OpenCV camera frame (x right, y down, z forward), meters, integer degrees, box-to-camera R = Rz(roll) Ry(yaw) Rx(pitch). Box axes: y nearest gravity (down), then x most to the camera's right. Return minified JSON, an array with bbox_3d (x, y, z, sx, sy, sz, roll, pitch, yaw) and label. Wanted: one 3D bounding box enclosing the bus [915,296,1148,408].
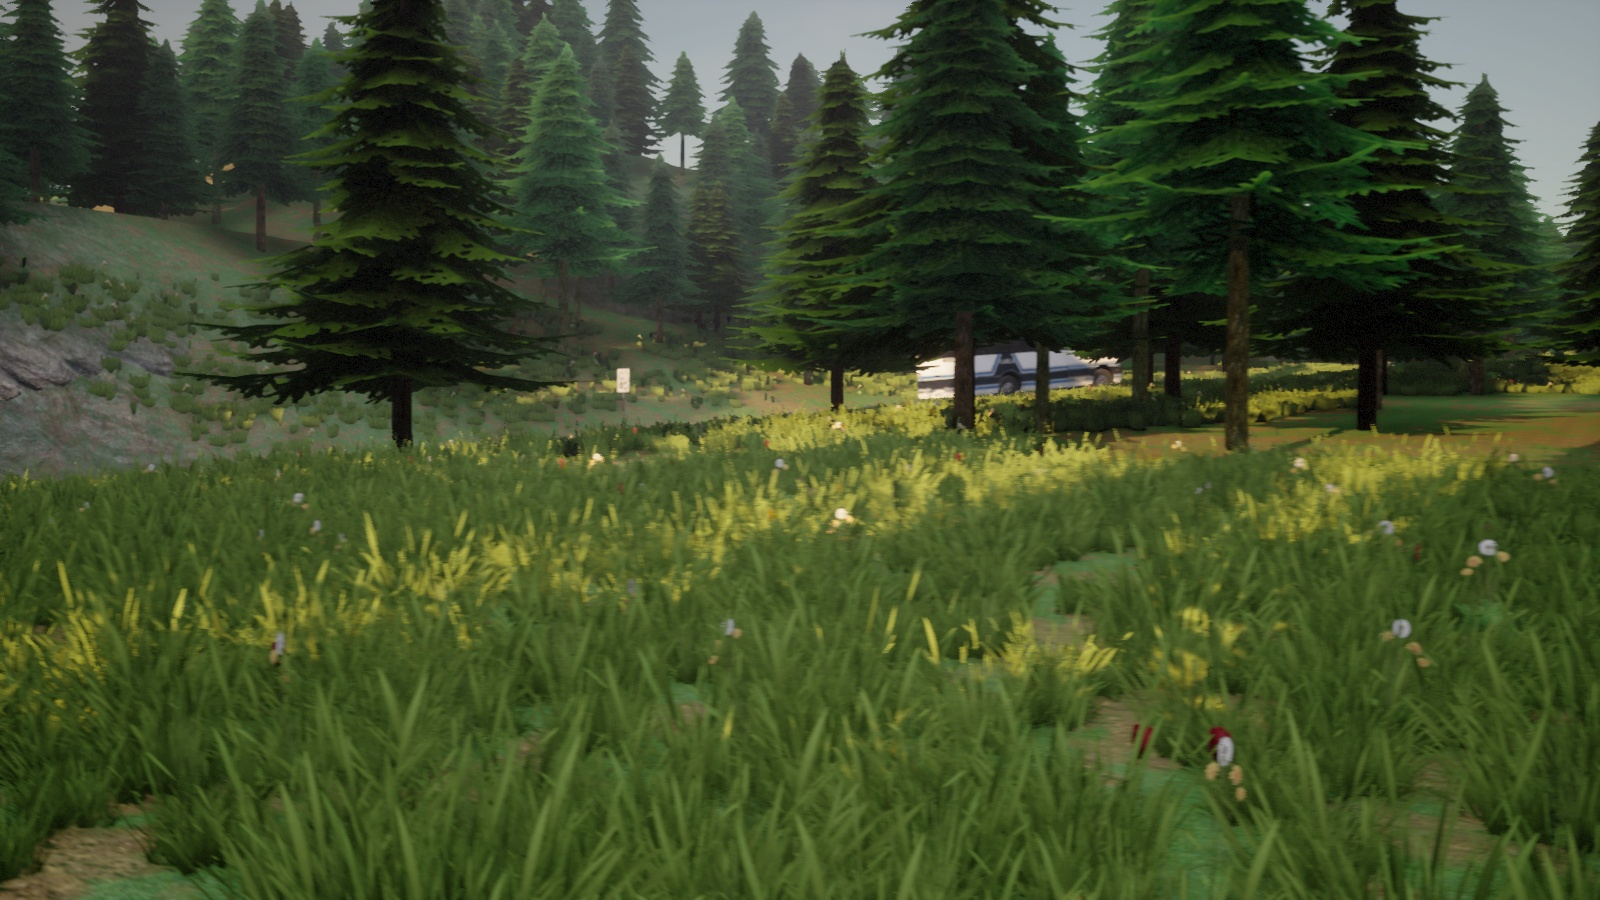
[{"bbox_3d":[10.914,-4.610,58.681,10.273,4.253,3.944,-7,3,-30],"label":"bus"}]
